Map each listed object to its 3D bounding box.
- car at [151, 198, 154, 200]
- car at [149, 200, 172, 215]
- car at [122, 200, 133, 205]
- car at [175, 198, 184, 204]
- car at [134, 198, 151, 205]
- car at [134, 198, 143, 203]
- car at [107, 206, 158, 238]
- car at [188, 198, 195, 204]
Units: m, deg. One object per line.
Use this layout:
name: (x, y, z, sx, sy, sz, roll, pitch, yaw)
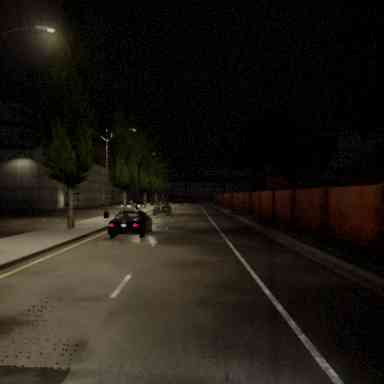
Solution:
car: (-11.519, 2.399, 93.610, 1.812, 1.442, 4.674, 0, -1, 0)
car: (-3.409, 1.952, 38.819, 2.033, 1.411, 5.357, 0, -1, 0)
car: (-15.016, 2.400, 77.329, 1.895, 1.301, 4.718, 0, -1, 0)
car: (-3.518, 2.451, 89.900, 2.128, 1.511, 4.902, 0, -1, 0)
car: (-11.516, 2.345, 77.360, 2.033, 1.411, 5.357, 0, -1, 0)
car: (-15.019, 2.399, 93.609, 1.812, 1.442, 4.674, 0, -1, 0)
car: (-3.404, 1.747, 19.076, 2.033, 1.411, 5.357, 0, -1, 0)
car: (-0.018, 2.419, 90.036, 1.837, 1.490, 4.892, 0, -1, 0)
